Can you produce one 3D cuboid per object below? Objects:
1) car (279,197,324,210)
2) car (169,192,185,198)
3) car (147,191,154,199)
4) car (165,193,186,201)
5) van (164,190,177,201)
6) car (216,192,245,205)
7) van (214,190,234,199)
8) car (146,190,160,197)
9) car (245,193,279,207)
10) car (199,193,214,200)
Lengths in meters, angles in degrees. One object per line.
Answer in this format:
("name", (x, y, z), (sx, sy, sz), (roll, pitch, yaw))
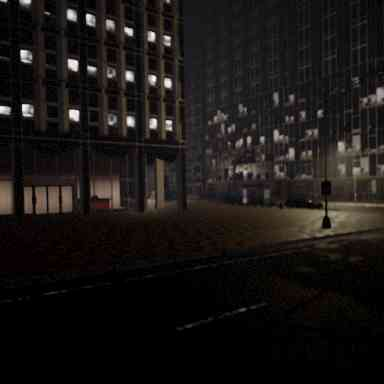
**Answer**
("car", (12.152, 1.223, 36.241), (1.947, 1.339, 4.313), (-1, 1, -34))
("car", (-3.357, 0.675, 73.852), (1.802, 1.307, 4.206), (-1, 1, -34))
("car", (-10.265, 0.833, 69.109), (2.008, 1.369, 4.403), (-1, 1, -34))
("car", (-3.215, 0.874, 63.578), (1.994, 1.385, 4.181), (-2, 1, -34))
("van", (-3.830, 0.732, 59.736), (1.690, 1.788, 3.998), (-1, 1, -34))
("car", (5.779, 1.117, 45.656), (1.947, 1.339, 4.313), (-1, 1, -34))
("van", (6.294, 0.597, 59.792), (1.690, 1.788, 3.998), (-1, 1, -34))
("car", (-9.794, 0.424, 83.219), (1.967, 1.590, 4.097), (-1, 1, -34))
("car", (8.948, 1.187, 40.938), (1.802, 1.307, 4.206), (-1, 1, -34))
("car", (3.078, 0.784, 64.481), (1.802, 1.307, 4.206), (-1, 1, -34))
